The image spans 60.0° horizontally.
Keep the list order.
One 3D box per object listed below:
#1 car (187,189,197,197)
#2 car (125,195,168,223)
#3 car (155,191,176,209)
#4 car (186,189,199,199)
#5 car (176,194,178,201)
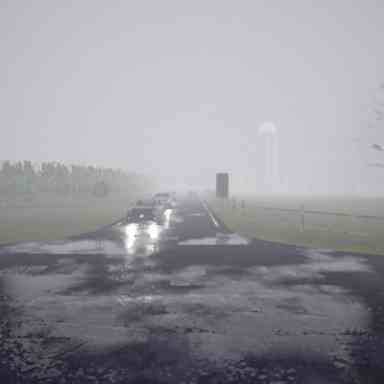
[{"bbox_3d":[-0.015,0.081,63.688,1.812,1.442,4.674,0,1,0],"label":"car"},{"bbox_3d":[-2.757,1.089,20.320,1.994,1.385,4.181,0,1,0],"label":"car"},{"bbox_3d":[-2.848,0.782,32.078,1.812,1.442,4.674,0,1,0],"label":"car"},{"bbox_3d":[0.092,0.331,53.242,2.033,1.411,5.357,0,1,0],"label":"car"},{"bbox_3d":[-2.831,0.558,43.042,2.033,1.411,5.357,0,1,0],"label":"car"}]
